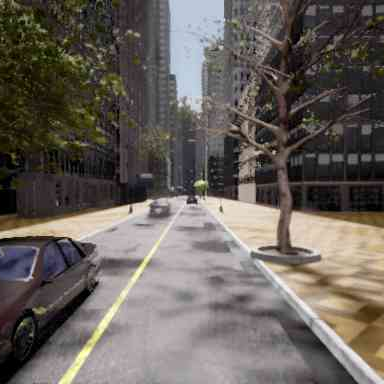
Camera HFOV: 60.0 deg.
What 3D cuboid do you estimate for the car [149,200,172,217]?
[{"bbox_3d":[-3.001,1.543,32.283,2.128,1.511,4.902,0,0,0],"label":"car"}]

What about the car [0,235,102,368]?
[{"bbox_3d":[-3.096,1.554,6.004,2.033,1.411,5.357,0,0,-1],"label":"car"}]

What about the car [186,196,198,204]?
[{"bbox_3d":[0.002,1.471,64.548,2.097,1.767,4.553,0,0,0],"label":"car"}]

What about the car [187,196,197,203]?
[{"bbox_3d":[0.002,1.569,74.607,2.128,1.511,4.902,0,0,0],"label":"car"}]
